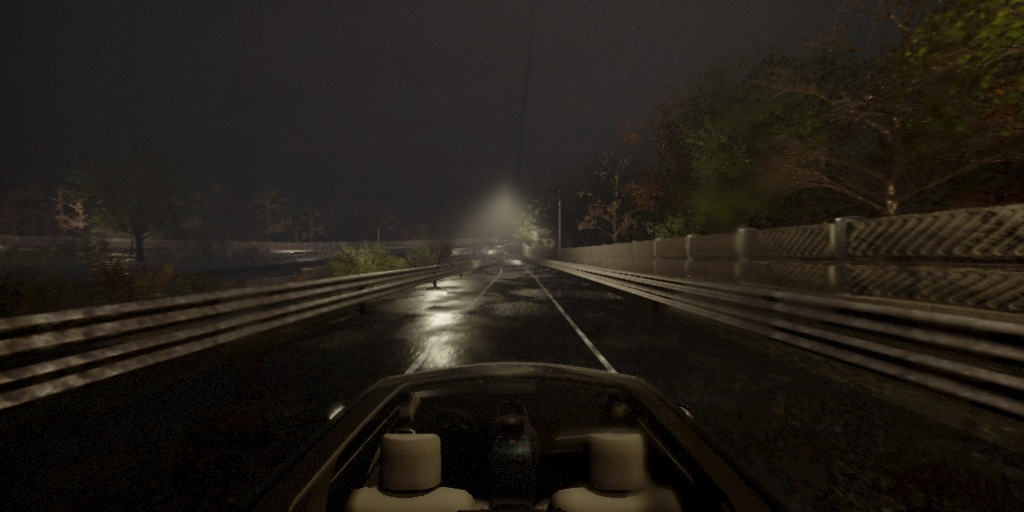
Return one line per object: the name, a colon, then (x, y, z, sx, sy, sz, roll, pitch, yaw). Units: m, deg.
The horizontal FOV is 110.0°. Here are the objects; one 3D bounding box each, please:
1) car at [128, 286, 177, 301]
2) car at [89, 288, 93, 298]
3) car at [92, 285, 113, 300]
car: (-41.322, 4.245, 41.048, 2.128, 1.511, 4.902, 1, 4, 15)
car: (-48.101, 4.158, 42.797, 1.994, 1.385, 4.181, 1, 4, 15)
car: (-44.715, 4.192, 41.904, 1.837, 1.490, 4.892, 1, 4, 15)
